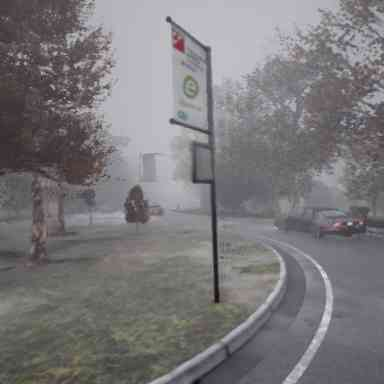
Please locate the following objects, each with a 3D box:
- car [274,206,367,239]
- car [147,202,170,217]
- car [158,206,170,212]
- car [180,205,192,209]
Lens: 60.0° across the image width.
[{"bbox_3d":[6.158,1.440,16.733,2.033,1.411,5.357,-2,0,-15],"label":"car"},{"bbox_3d":[-4.309,1.745,33.308,2.128,1.511,4.902,-2,0,-23],"label":"car"},{"bbox_3d":[-6.242,3.822,74.738,1.895,1.301,4.718,-2,-5,6],"label":"car"},{"bbox_3d":[-1.934,4.225,81.772,2.033,1.411,5.357,-2,-5,6],"label":"car"}]
